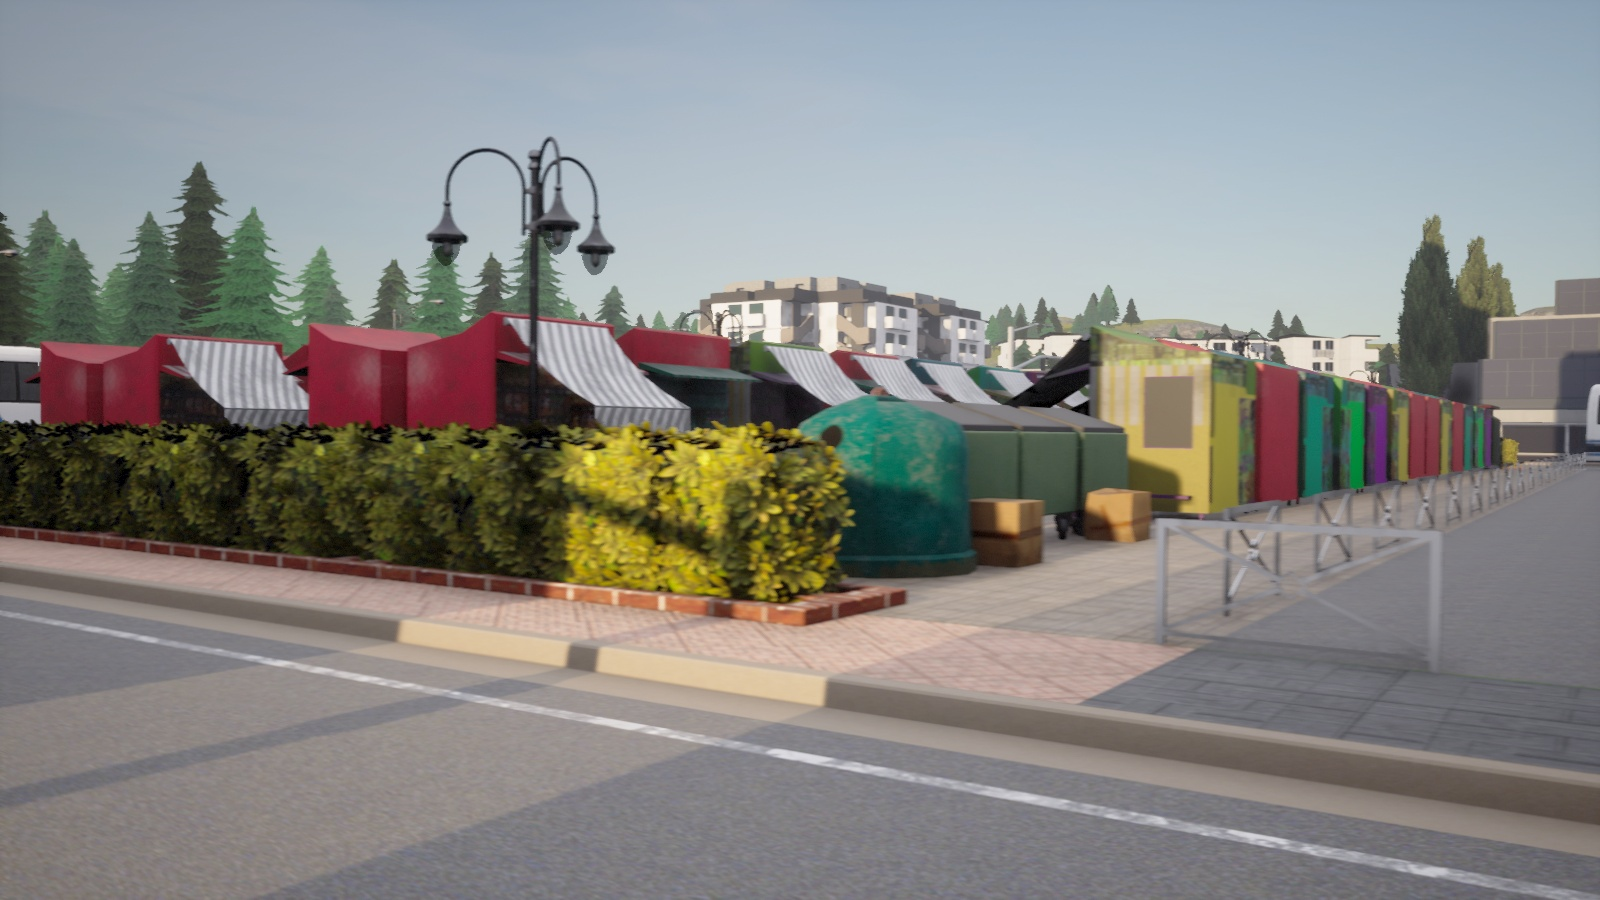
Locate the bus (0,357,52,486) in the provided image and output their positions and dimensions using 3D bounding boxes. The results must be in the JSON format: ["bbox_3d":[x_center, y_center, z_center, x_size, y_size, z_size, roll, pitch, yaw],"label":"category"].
[{"bbox_3d":[-30.111,-0.860,39.745,3.944,4.253,10.273,0,1,34],"label":"bus"}]

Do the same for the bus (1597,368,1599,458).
[{"bbox_3d":[43.120,-1.775,58.197,10.273,4.253,3.944,0,1,35],"label":"bus"}]
